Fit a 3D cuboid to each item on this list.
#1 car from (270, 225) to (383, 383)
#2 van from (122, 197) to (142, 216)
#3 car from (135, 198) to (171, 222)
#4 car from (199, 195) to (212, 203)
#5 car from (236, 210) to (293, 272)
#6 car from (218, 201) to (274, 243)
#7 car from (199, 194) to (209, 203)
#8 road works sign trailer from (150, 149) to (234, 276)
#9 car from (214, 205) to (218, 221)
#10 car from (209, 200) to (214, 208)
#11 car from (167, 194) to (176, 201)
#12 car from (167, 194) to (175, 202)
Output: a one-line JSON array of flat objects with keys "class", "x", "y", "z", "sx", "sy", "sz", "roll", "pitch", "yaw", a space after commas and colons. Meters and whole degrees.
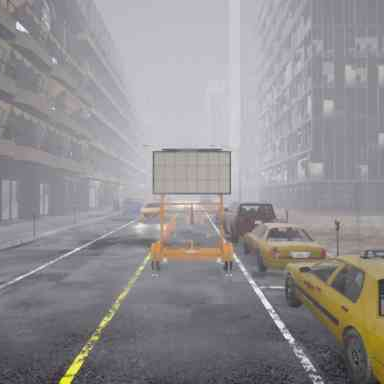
[{"class": "car", "x": 2.702, "y": 1.528, "z": 5.086, "sx": 1.752, "sy": 1.417, "sz": 4.829, "roll": 1, "pitch": 0, "yaw": 0}, {"class": "van", "x": -5.677, "y": 1.374, "z": 32.531, "sx": 1.690, "sy": 1.788, "sz": 3.998, "roll": 1, "pitch": 0, "yaw": 0}, {"class": "car", "x": -3.002, "y": 1.501, "z": 26.752, "sx": 1.882, "sy": 1.535, "sz": 5.008, "roll": 0, "pitch": 0, "yaw": 0}, {"class": "car", "x": 2.696, "y": 1.667, "z": 60.144, "sx": 1.947, "sy": 1.339, "sz": 4.313, "roll": 1, "pitch": 0, "yaw": 0}, {"class": "car", "x": 2.702, "y": 1.532, "z": 10.609, "sx": 1.752, "sy": 1.417, "sz": 4.829, "roll": 1, "pitch": 0, "yaw": 0}, {"class": "car", "x": 2.705, "y": 1.326, "z": 15.961, "sx": 2.192, "sy": 1.841, "sz": 5.009, "roll": 1, "pitch": 0, "yaw": 0}, {"class": "car", "x": 2.697, "y": 1.473, "z": 76.714, "sx": 2.192, "sy": 1.841, "sz": 5.009, "roll": 1, "pitch": 0, "yaw": 0}, {"class": "road works sign trailer", "x": -0.001, "y": 0.471, "z": 10.314, "sx": 2.380, "sy": 3.560, "sz": 2.880, "roll": 0, "pitch": 0, "yaw": 0}, {"class": "car", "x": 2.700, "y": 1.583, "z": 21.484, "sx": 1.947, "sy": 1.339, "sz": 4.313, "roll": 1, "pitch": 0, "yaw": 0}, {"class": "car", "x": 2.700, "y": 1.568, "z": 27.008, "sx": 1.887, "sy": 1.381, "sz": 4.507, "roll": 1, "pitch": 0, "yaw": 0}, {"class": "car", "x": -5.684, "y": 1.545, "z": 93.282, "sx": 2.192, "sy": 1.841, "sz": 5.009, "roll": 1, "pitch": 0, "yaw": 0}, {"class": "car", "x": -5.686, "y": 1.725, "z": 82.235, "sx": 1.887, "sy": 1.381, "sz": 4.507, "roll": 1, "pitch": 0, "yaw": 0}]
